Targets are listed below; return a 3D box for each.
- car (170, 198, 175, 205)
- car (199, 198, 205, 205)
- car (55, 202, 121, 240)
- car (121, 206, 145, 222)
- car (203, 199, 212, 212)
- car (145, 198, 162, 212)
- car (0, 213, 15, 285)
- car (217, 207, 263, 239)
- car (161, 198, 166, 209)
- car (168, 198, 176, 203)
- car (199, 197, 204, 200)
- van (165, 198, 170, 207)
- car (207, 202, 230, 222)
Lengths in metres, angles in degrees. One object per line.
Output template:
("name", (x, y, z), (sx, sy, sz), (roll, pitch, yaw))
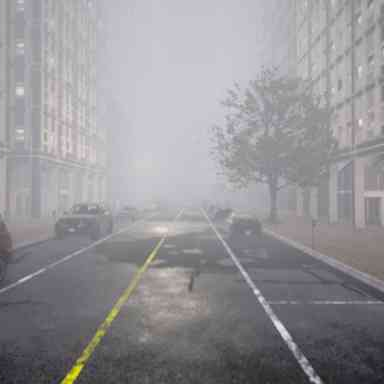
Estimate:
("car", (-5.607, 2.324, 80.895), (2.008, 1.369, 4.403), (0, 0, 0))
("car", (2.749, 2.138, 58.097), (1.947, 1.339, 4.313), (0, -1, 0))
("car", (-5.675, 1.503, 18.231), (2.192, 1.841, 5.009), (0, -1, 0))
("car", (-5.662, 1.884, 29.623), (1.802, 1.307, 4.206), (0, -1, 0))
("car", (2.730, 1.964, 41.007), (2.008, 1.369, 4.403), (0, -1, 0))
("car", (-5.644, 1.990, 46.544), (1.752, 1.417, 4.829), (0, -1, 0))
("car", (-5.687, 1.387, 6.837), (2.192, 1.841, 5.009), (0, -1, 0))
("car", (2.706, 1.739, 18.219), (2.008, 1.369, 4.403), (0, -1, 0))
("car", (-5.637, 2.085, 52.409), (1.947, 1.339, 4.313), (0, -1, 0))
("car", (-5.595, 2.418, 92.290), (2.008, 1.369, 4.403), (0, 0, 0))
("car", (2.755, 2.169, 63.795), (1.887, 1.381, 4.507), (0, -1, 0))
("van", (-5.626, 1.965, 63.806), (1.690, 1.788, 3.998), (0, -1, 0))
("car", (2.718, 1.853, 29.613), (2.008, 1.369, 4.403), (0, -1, 0))
